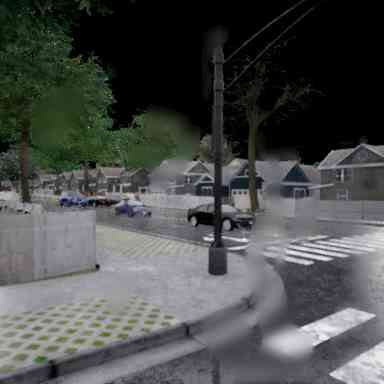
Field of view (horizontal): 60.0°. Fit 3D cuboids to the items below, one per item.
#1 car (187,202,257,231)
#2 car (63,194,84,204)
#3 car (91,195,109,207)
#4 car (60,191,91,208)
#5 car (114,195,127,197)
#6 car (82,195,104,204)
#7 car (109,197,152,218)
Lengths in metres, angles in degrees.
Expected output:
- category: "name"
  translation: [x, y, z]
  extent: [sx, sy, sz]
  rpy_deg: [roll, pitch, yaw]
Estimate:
- category: "car"
  translation: [1.705, 1.402, 20.063]
  extent: [1.882, 1.535, 5.008]
  rpy_deg: [0, 0, -37]
- category: "car"
  translation: [-19.136, 1.087, 53.470]
  extent: [1.837, 1.490, 4.892]
  rpy_deg: [0, 1, -37]
- category: "car"
  translation: [-12.883, 1.206, 45.199]
  extent: [1.882, 1.535, 5.008]
  rpy_deg: [0, 1, -37]
- category: "car"
  translation: [-15.410, 0.934, 42.988]
  extent: [2.150, 2.045, 5.566]
  rpy_deg: [0, 0, -36]
- category: "car"
  translation: [-10.353, 1.252, 47.249]
  extent: [1.837, 1.490, 4.892]
  rpy_deg: [0, 1, -37]
- category: "car"
  translation: [-16.554, 1.203, 55.444]
  extent: [1.895, 1.301, 4.718]
  rpy_deg: [0, 1, -37]
- category: "car"
  translation: [-5.325, 1.429, 29.448]
  extent: [1.812, 1.442, 4.674]
  rpy_deg: [0, 0, -37]
